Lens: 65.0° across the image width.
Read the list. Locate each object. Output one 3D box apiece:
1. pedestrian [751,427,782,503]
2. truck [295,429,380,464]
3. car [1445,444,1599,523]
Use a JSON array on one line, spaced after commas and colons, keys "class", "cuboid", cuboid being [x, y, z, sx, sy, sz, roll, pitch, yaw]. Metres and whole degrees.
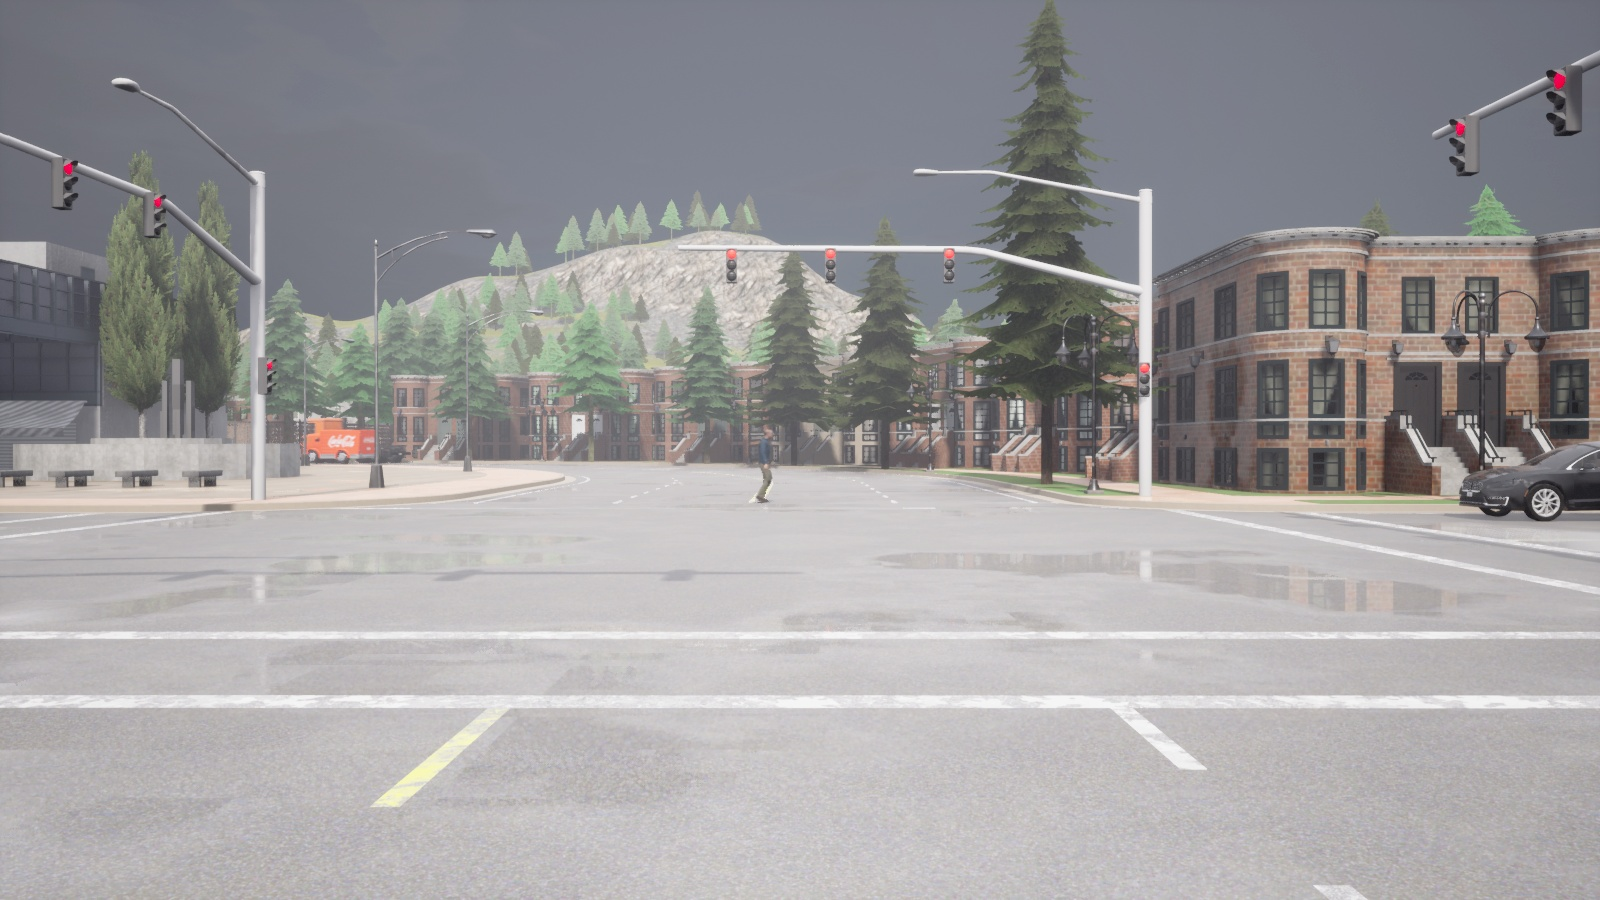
[{"class": "pedestrian", "cuboid": [-0.821, 0.361, 30.736, 0.726, 1.842, 0.402, 0, 0, 2]}, {"class": "truck", "cuboid": [-33.301, -0.278, 90.495, 5.204, 2.467, 2.627, 0, 0, 18]}, {"class": "car", "cuboid": [15.464, 0.626, 24.434, 4.892, 1.490, 1.837, 0, 0, 0]}]
